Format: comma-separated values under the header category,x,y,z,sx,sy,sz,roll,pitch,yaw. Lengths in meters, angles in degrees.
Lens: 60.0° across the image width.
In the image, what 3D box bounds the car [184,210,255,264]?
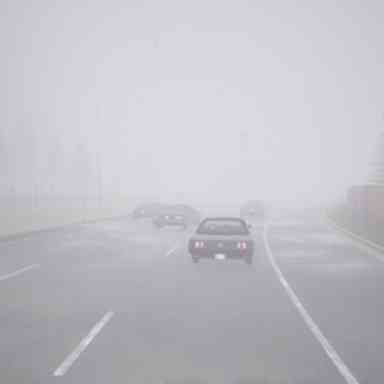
category,x,y,z,sx,sy,sz,roll,pitch,yaw
car,1.131,1.518,11.599,1.895,1.301,4.718,0,0,8

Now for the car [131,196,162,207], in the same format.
category,x,y,z,sx,sy,sz,roll,pitch,yaw
car,-6.274,1.234,45.999,1.895,1.301,4.718,0,0,27

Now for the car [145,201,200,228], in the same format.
category,x,y,z,sx,sy,sz,roll,pitch,yaw
car,-0.754,1.393,20.265,2.033,1.411,5.357,0,0,14

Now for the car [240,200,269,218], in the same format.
category,x,y,z,sx,sy,sz,roll,pitch,yaw
car,5.369,1.372,28.295,1.994,1.385,4.181,0,0,19

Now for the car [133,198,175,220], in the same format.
category,x,y,z,sx,sy,sz,roll,pitch,yaw
car,-2.881,1.362,25.490,1.994,1.385,4.181,0,0,16

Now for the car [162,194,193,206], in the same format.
category,x,y,z,sx,sy,sz,roll,pitch,yaw
car,-1.917,1.137,46.732,2.128,1.511,4.902,0,0,28
